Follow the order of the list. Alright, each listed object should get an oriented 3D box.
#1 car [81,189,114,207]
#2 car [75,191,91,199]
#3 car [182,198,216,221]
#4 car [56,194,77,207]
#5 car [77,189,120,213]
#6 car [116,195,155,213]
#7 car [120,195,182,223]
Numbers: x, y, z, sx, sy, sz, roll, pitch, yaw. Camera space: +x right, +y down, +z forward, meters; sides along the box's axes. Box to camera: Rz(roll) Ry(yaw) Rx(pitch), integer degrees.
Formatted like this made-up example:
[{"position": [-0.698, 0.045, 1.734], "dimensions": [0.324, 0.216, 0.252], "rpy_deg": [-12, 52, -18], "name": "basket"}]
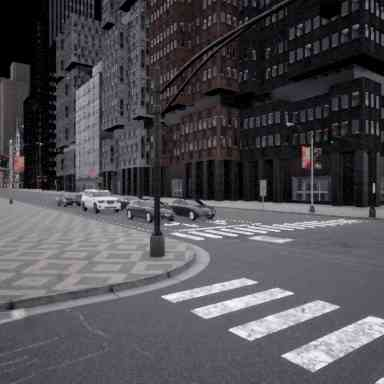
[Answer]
[{"position": [-11.786, 0.671, 41.140], "dimensions": [2.150, 2.045, 5.566], "rpy_deg": [0, 1, -35], "name": "car"}, {"position": [-21.786, 0.563, 66.448], "dimensions": [1.812, 1.442, 4.674], "rpy_deg": [0, 1, -36], "name": "car"}, {"position": [-0.205, 1.239, 25.003], "dimensions": [1.837, 1.490, 4.892], "rpy_deg": [0, 1, -38], "name": "car"}, {"position": [-14.861, 0.990, 39.838], "dimensions": [2.033, 1.411, 5.357], "rpy_deg": [0, 1, -36], "name": "car"}, {"position": [-8.653, 0.819, 31.212], "dimensions": [2.150, 2.045, 5.566], "rpy_deg": [0, 1, -36], "name": "car"}, {"position": [-5.643, 1.107, 32.595], "dimensions": [1.837, 1.490, 4.892], "rpy_deg": [0, 1, -36], "name": "car"}, {"position": [-2.970, 1.240, 23.324], "dimensions": [1.837, 1.490, 4.892], "rpy_deg": [0, 1, -36], "name": "car"}]
